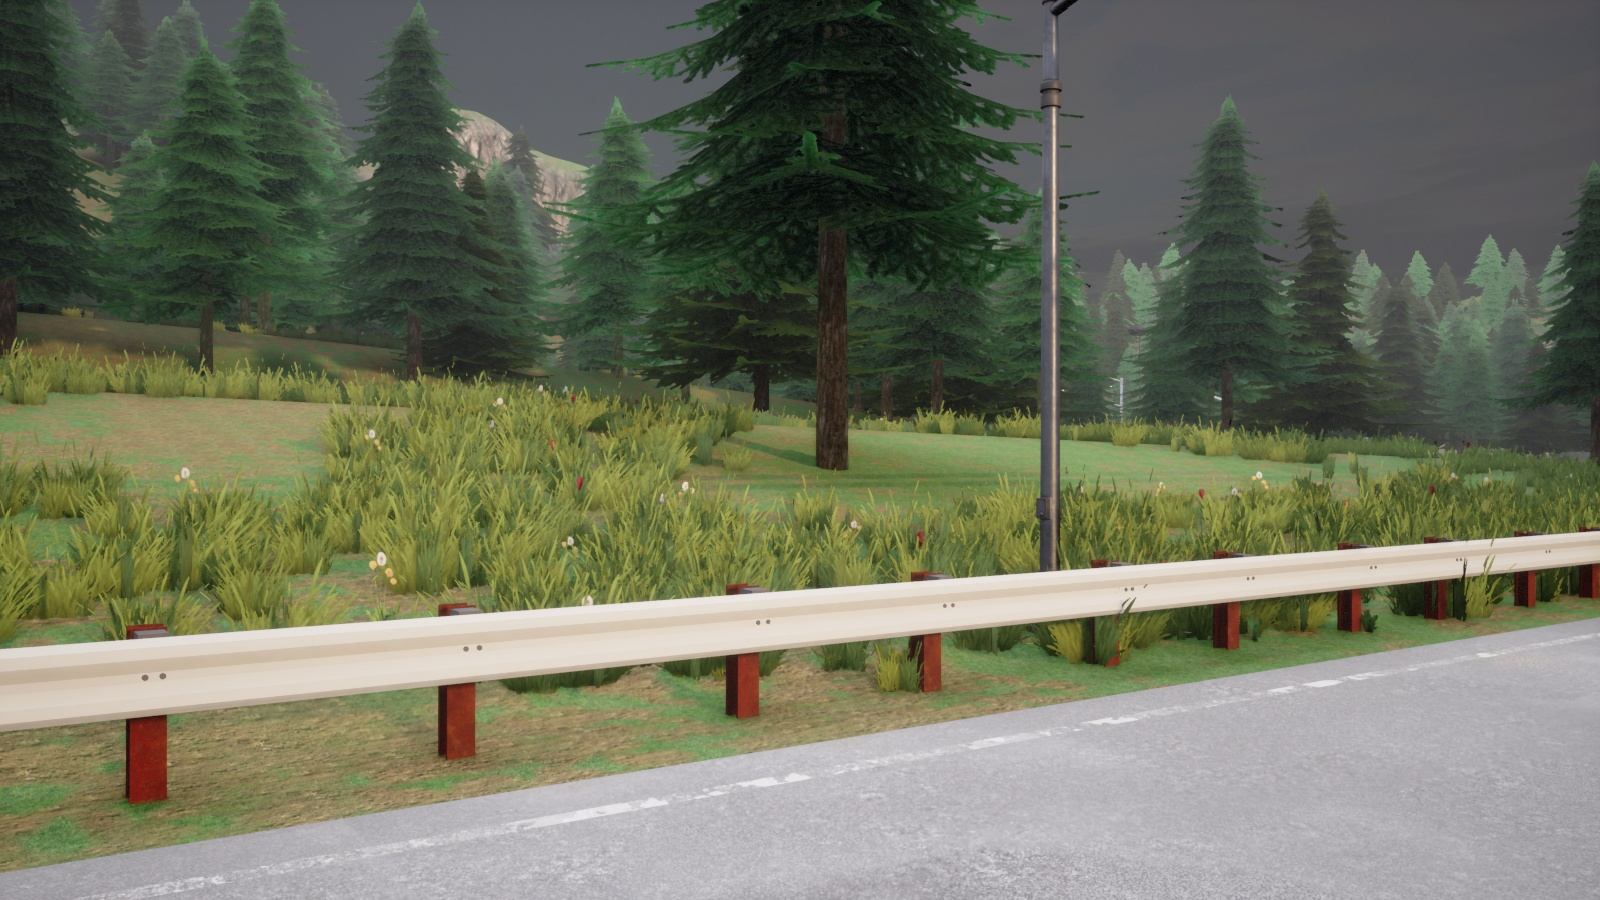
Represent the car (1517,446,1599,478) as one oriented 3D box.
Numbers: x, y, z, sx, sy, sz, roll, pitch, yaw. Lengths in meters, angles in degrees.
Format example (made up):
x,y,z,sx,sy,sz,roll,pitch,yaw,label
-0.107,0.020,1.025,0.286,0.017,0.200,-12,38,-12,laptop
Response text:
x,y,z,sx,sy,sz,roll,pitch,yaw,label
43.363,0.657,70.844,2.097,1.767,4.553,0,0,-36,car
